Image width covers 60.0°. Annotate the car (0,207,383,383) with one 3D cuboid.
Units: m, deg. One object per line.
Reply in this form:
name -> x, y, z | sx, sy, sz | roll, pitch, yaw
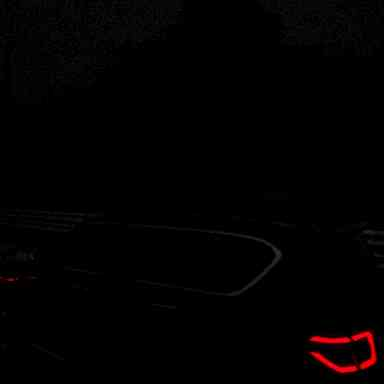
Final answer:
car -> -0.493, 1.225, 4.322 | 5.566, 2.045, 2.150 | 0, 0, 36
